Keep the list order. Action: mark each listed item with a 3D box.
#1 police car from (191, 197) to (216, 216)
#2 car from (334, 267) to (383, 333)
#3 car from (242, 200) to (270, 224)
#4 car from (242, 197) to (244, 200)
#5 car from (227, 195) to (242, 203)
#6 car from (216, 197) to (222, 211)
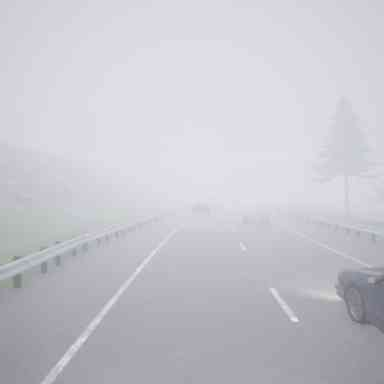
[{"bbox_3d":[1.120,1.558,34.214,1.930,1.638,5.238,0,0,7],"label":"police car"},{"bbox_3d":[3.670,1.569,4.086,2.033,1.411,5.357,0,0,1],"label":"car"},{"bbox_3d":[4.943,1.633,26.091,1.812,1.442,4.674,0,0,5],"label":"car"},{"bbox_3d":[11.898,1.676,83.506,2.128,1.511,4.902,0,0,13],"label":"car"},{"bbox_3d":[8.501,1.445,68.819,2.097,1.767,4.553,0,0,13],"label":"car"},{"bbox_3d":[2.504,1.698,43.981,1.812,1.442,4.674,0,0,9],"label":"car"}]
